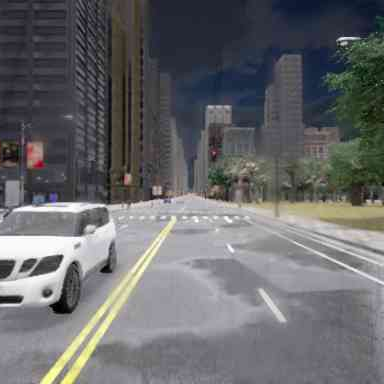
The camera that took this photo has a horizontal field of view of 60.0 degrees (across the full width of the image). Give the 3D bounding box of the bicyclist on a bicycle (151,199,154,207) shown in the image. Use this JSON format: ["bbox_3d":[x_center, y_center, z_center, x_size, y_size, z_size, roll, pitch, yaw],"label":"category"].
[{"bbox_3d":[-8.246,2.307,68.663,0.866,1.612,1.509,0,-1,6],"label":"bicyclist on a bicycle"}]

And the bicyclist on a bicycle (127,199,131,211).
[{"bbox_3d":[-8.740,1.822,46.097,0.659,1.776,1.843,0,-1,0],"label":"bicyclist on a bicycle"}]

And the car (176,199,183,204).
[{"bbox_3d":[-3.253,2.463,87.788,1.895,1.301,4.718,0,-1,0],"label":"car"}]

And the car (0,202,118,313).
[{"bbox_3d":[-3.352,1.300,8.162,2.150,2.045,5.566,0,-1,0],"label":"car"}]

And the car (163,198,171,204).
[{"bbox_3d":[-6.503,2.408,87.819,2.033,1.411,5.357,0,-1,0],"label":"car"}]

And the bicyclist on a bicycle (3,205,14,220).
[{"bbox_3d":[-8.736,1.518,15.849,0.659,1.776,1.843,0,-1,0],"label":"bicyclist on a bicycle"}]

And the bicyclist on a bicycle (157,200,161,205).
[{"bbox_3d":[-8.561,2.666,86.588,0.866,1.612,1.509,0,-1,0],"label":"bicyclist on a bicycle"}]
